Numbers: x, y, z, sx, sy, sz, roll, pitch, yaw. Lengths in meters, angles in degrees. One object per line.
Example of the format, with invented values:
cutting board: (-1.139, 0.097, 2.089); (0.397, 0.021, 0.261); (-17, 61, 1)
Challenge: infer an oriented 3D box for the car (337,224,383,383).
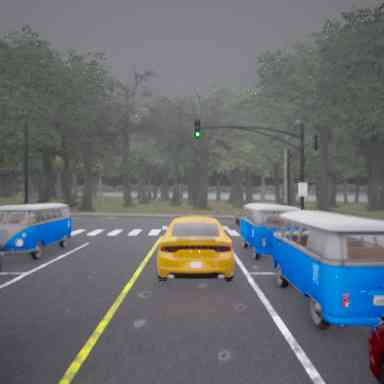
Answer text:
car: (2.760, 1.313, 1.231); (2.192, 1.841, 5.009); (0, 0, 0)

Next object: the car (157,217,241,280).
car: (0.093, 1.466, 9.908); (1.882, 1.535, 5.008); (0, 0, 0)

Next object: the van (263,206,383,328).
van: (2.758, 1.333, 6.669); (1.690, 1.788, 3.998); (0, 0, 0)

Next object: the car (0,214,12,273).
car: (-5.767, 1.432, 6.665); (1.967, 1.590, 4.097); (0, 0, 0)

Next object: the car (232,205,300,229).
car: (4.910, 1.629, 21.940); (4.181, 1.385, 1.994); (3, -2, -35)

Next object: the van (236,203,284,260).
van: (2.756, 1.327, 12.106); (1.690, 1.788, 3.998); (0, 0, 0)

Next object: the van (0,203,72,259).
van: (-5.769, 1.326, 12.103); (1.690, 1.788, 3.998); (0, 0, 0)
